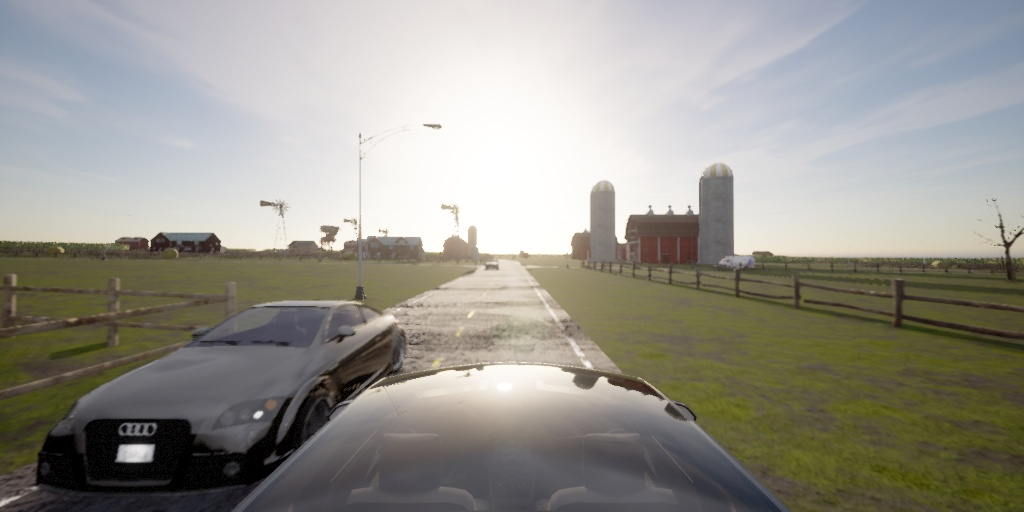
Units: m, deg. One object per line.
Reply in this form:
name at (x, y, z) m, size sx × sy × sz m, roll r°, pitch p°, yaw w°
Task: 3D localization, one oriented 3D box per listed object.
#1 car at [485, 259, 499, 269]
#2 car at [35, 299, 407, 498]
car at (-2.745, 1.134, 50.777) m, size 2.033 × 1.411 × 5.357 m, roll 0°, pitch 0°, yaw 0°
car at (-2.849, 1.303, 4.707) m, size 1.994 × 1.385 × 4.181 m, roll 0°, pitch 0°, yaw 0°
